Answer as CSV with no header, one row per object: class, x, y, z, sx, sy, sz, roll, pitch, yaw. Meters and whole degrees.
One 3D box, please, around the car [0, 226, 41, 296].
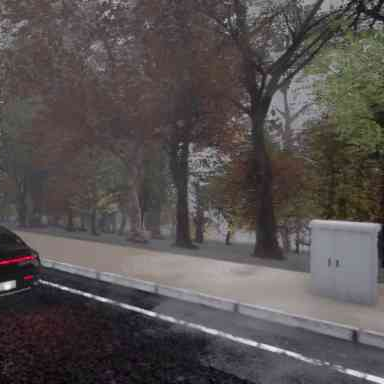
car,-5.342,1.462,7.495,4.892,1.490,1.837,0,0,36
